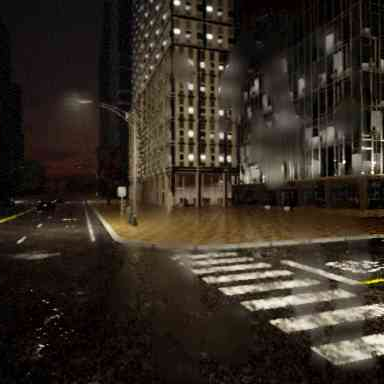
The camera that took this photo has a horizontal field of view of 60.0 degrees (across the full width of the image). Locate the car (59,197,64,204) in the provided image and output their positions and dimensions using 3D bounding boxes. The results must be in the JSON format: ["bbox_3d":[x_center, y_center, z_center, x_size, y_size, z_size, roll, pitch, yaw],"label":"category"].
[{"bbox_3d":[-26.029,1.601,64.858,2.033,1.411,5.357,0,0,-18],"label":"car"}]

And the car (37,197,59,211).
[{"bbox_3d":[-18.644,1.612,42.671,1.994,1.385,4.181,0,0,-18],"label":"car"}]

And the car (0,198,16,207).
[{"bbox_3d":[-28.255,1.626,50.651,2.033,1.411,5.357,0,0,-18],"label":"car"}]
